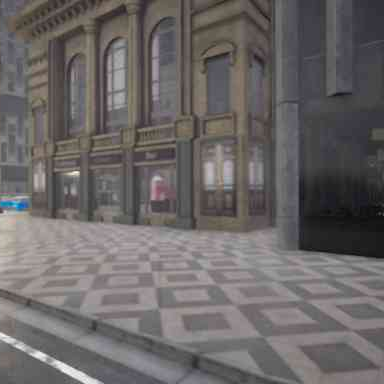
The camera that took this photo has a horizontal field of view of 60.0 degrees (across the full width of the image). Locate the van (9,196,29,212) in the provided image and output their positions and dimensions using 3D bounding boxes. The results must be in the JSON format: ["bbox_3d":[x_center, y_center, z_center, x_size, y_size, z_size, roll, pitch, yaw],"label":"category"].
[{"bbox_3d":[-19.016,1.414,39.487,1.690,1.788,3.998,0,0,36],"label":"van"}]

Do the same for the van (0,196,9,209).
[{"bbox_3d":[-25.937,1.453,44.465,1.690,1.788,3.998,0,0,36],"label":"van"}]
